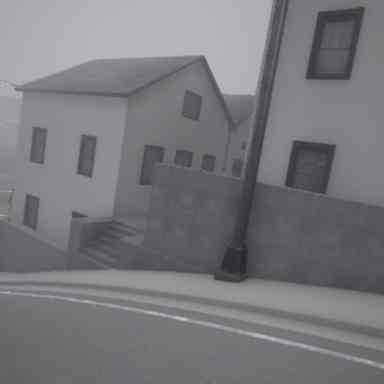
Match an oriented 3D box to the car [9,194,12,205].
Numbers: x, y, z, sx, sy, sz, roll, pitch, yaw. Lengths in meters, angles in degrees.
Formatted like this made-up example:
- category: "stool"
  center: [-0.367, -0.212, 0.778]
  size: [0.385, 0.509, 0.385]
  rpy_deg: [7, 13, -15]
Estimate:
- category: "car"
  center: [-14.613, 0.664, 32.290]
  size: [2.150, 2.045, 5.566]
  rpy_deg: [14, 8, 36]
